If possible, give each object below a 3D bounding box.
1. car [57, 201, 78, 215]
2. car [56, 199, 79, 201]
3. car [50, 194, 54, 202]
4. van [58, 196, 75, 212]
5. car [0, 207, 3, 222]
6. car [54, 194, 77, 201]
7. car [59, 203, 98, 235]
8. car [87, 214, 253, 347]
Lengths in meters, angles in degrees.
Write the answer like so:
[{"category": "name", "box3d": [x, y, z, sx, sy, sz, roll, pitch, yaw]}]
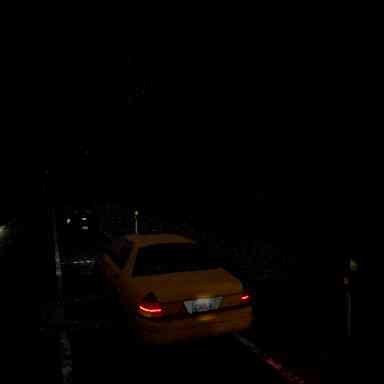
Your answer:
[{"category": "car", "box3d": [-8.336, 1.553, 23.713, 2.008, 1.369, 4.403, 0, 0, -23]}, {"category": "car", "box3d": [-10.484, 1.568, 28.802, 1.947, 1.339, 4.313, 0, 0, -23]}, {"category": "car", "box3d": [-32.109, 1.473, 79.306, 1.967, 1.590, 4.097, 0, 0, -24]}, {"category": "van", "box3d": [-14.780, 1.344, 38.981, 1.690, 1.788, 3.998, 0, 0, -23]}, {"category": "car", "box3d": [-14.768, 1.479, 23.640, 1.882, 1.535, 5.008, 0, 0, -23]}, {"category": "car", "box3d": [-12.632, 1.318, 33.892, 2.192, 1.841, 5.009, 0, 0, -23]}, {"category": "car", "box3d": [-6.189, 1.552, 18.625, 2.008, 1.369, 4.403, 0, 0, -23]}, {"category": "car", "box3d": [-0.847, 1.457, 6.717, 1.801, 1.575, 5.366, 0, 0, -23]}]
